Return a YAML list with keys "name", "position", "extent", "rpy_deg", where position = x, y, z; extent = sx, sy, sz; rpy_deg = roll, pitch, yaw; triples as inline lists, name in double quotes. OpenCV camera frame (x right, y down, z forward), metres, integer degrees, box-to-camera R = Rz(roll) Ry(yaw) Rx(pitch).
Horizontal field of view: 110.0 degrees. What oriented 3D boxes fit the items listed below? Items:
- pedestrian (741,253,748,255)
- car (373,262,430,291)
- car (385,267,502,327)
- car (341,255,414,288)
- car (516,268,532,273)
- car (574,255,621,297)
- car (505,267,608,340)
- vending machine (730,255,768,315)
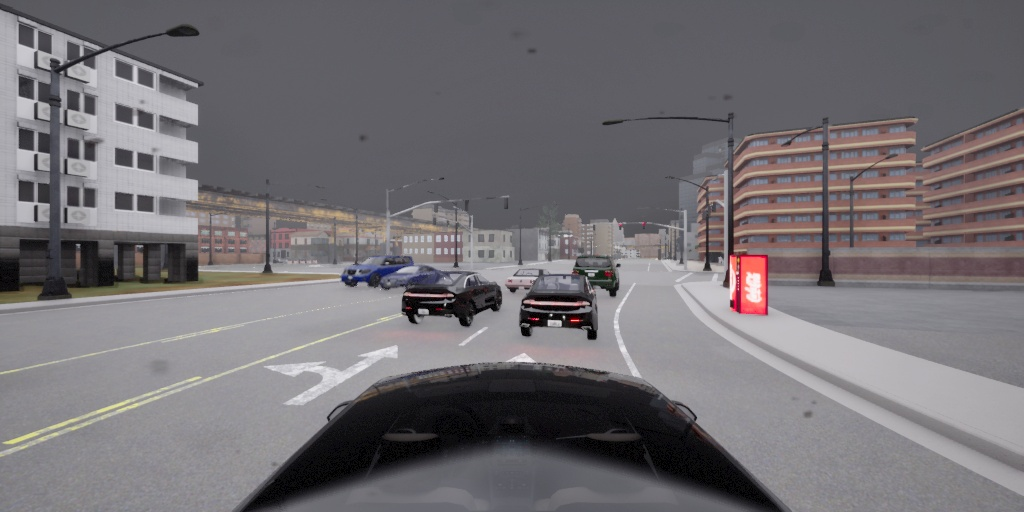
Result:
- name: "pedestrian"
  position: [8.059, 0.797, 12.481]
  extent: [0.375, 1.860, 0.375]
  rpy_deg: [0, 0, 21]
- name: "car"
  position: [-5.922, 1.279, 21.784]
  extent: [1.812, 1.442, 4.674]
  rpy_deg: [0, 0, 21]
- name: "car"
  position: [-1.710, 1.243, 11.723]
  extent: [2.128, 1.511, 4.902]
  rpy_deg: [0, 0, 14]
- name: "car"
  position: [-8.746, 0.976, 24.204]
  extent: [2.150, 2.045, 5.566]
  rpy_deg: [0, 0, 22]
- name: "car"
  position: [1.302, 1.354, 20.536]
  extent: [1.895, 1.301, 4.718]
  rpy_deg: [0, 0, 21]
- name: "car"
  position: [4.579, 0.975, 19.356]
  extent: [2.150, 2.045, 5.566]
  rpy_deg: [0, 0, 19]
- name: "car"
  position: [1.448, 1.243, 10.117]
  extent: [2.128, 1.511, 4.902]
  rpy_deg: [0, 0, 13]
- name: "vending machine"
  position: [7.826, 0.947, 11.861]
  extent: [1.100, 2.100, 0.880]
  rpy_deg: [0, 0, 20]
